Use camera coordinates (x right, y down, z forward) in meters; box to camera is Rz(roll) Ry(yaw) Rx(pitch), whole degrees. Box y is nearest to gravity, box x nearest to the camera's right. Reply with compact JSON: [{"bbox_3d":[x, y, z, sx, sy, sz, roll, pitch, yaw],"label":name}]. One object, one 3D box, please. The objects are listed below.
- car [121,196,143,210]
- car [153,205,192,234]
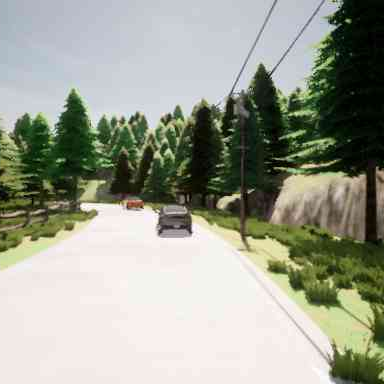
[{"bbox_3d":[-7.870,1.356,43.568,2.097,1.767,4.553,0,0,-22],"label":"car"},{"bbox_3d":[-1.125,1.507,19.391,1.837,1.490,4.892,0,0,-8],"label":"car"}]
